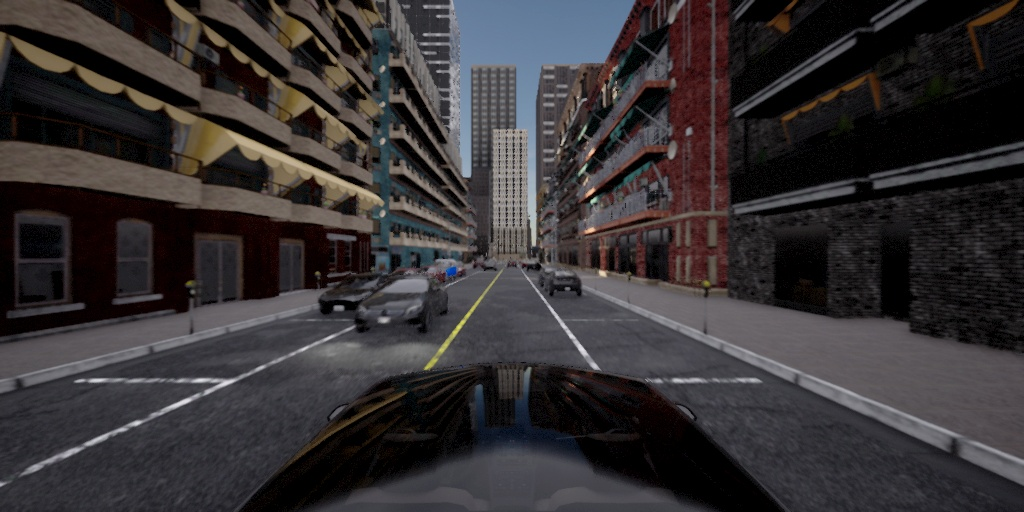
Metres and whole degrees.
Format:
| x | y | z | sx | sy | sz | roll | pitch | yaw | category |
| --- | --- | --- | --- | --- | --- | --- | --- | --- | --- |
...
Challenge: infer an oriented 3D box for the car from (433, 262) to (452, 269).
| x | y | z | sx | sy | sz | roll | pitch | yaw | category |
| --- | --- | --- | --- | --- | --- | --- | --- | --- | --- |
| -5.699 | 1.362 | 25.031 | 1.888 | 1.381 | 4.507 | 0 | 0 | 0 | car |

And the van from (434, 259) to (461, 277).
| x | y | z | sx | sy | sz | roll | pitch | yaw | category |
| --- | --- | --- | --- | --- | --- | --- | --- | --- | --- |
| -5.701 | 1.174 | 30.555 | 1.690 | 1.789 | 3.998 | 0 | 0 | 0 | van |

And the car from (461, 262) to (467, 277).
| x | y | z | sx | sy | sz | roll | pitch | yaw | category |
| --- | --- | --- | --- | --- | --- | --- | --- | --- | --- |
| -5.702 | 1.290 | 36.078 | 1.967 | 1.591 | 4.097 | 0 | 0 | 0 | car |

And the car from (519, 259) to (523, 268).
| x | y | z | sx | sy | sz | roll | pitch | yaw | category |
| --- | --- | --- | --- | --- | --- | --- | --- | --- | --- |
| 2.672 | 1.484 | 63.683 | 1.888 | 1.381 | 4.507 | 0 | 0 | 0 | car |

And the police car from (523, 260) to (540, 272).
| x | y | z | sx | sy | sz | roll | pitch | yaw | category |
| --- | --- | --- | --- | --- | --- | --- | --- | --- | --- |
| 2.987 | 1.322 | 50.553 | 1.930 | 1.638 | 5.238 | 0 | 0 | 0 | police car |

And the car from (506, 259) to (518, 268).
| x | y | z | sx | sy | sz | roll | pitch | yaw | category |
| --- | --- | --- | --- | --- | --- | --- | --- | --- | --- |
| -0.017 | 1.446 | 64.390 | 1.837 | 1.490 | 4.892 | 0 | 0 | 0 | car |

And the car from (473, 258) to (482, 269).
| x | y | z | sx | sy | sz | roll | pitch | yaw | category |
| --- | --- | --- | --- | --- | --- | --- | --- | --- | --- |
| -5.709 | 1.253 | 63.694 | 2.192 | 1.841 | 5.009 | 0 | 0 | 0 | car |

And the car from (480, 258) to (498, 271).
| x | y | z | sx | sy | sz | roll | pitch | yaw | category |
| --- | --- | --- | --- | --- | --- | --- | --- | --- | --- |
| -3.085 | 1.403 | 51.469 | 1.837 | 1.490 | 4.892 | 0 | 0 | 0 | car |

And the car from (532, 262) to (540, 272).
| x | y | z | sx | sy | sz | roll | pitch | yaw | category |
| --- | --- | --- | --- | --- | --- | --- | --- | --- | --- |
| 2.682 | 1.368 | 25.020 | 2.007 | 1.370 | 4.403 | 0 | 0 | 0 | car |

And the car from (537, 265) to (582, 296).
| x | y | z | sx | sy | sz | roll | pitch | yaw | category |
| --- | --- | --- | --- | --- | --- | --- | --- | --- | --- |
| 2.683 | 1.351 | 19.496 | 2.007 | 1.370 | 4.403 | 0 | 0 | 0 | car |

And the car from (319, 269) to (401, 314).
| x | y | z | sx | sy | sz | roll | pitch | yaw | category |
| --- | --- | --- | --- | --- | --- | --- | --- | --- | --- |
| -5.696 | 1.350 | 13.984 | 1.948 | 1.339 | 4.313 | 0 | 0 | 0 | car |

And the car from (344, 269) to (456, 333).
| x | y | z | sx | sy | sz | roll | pitch | yaw | category |
| --- | --- | --- | --- | --- | --- | --- | --- | --- | --- |
| -3.103 | 1.302 | 11.029 | 1.812 | 1.442 | 4.674 | 0 | 0 | 0 | car |

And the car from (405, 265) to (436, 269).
| x | y | z | sx | sy | sz | roll | pitch | yaw | category |
| --- | --- | --- | --- | --- | --- | --- | --- | --- | --- |
| -5.697 | 1.346 | 19.508 | 1.888 | 1.381 | 4.507 | 0 | 0 | 0 | car |
